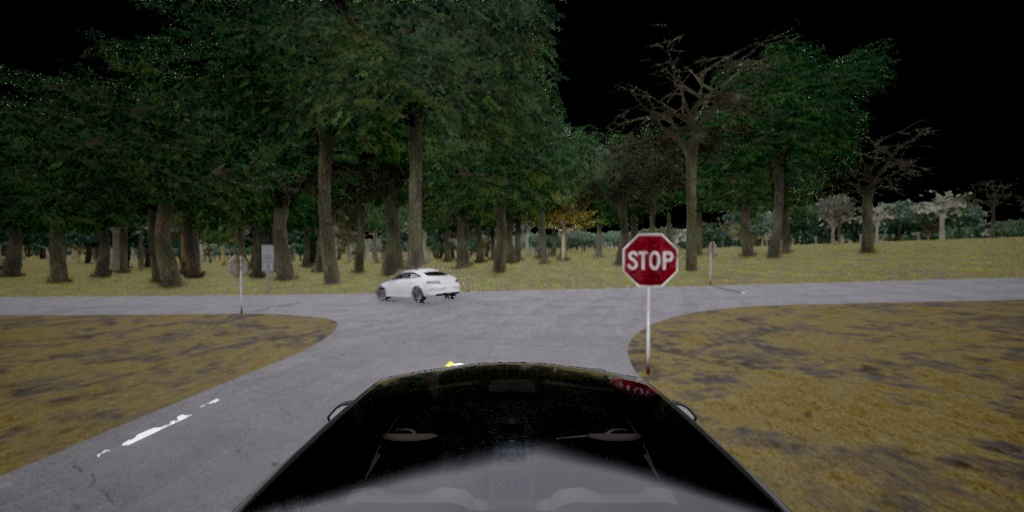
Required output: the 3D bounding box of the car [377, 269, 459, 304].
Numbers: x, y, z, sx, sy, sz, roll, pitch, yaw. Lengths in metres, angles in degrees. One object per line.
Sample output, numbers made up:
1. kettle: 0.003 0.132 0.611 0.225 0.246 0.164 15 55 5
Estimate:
1. car: -4.394 1.334 16.584 4.674 1.442 1.812 -4 -2 40
